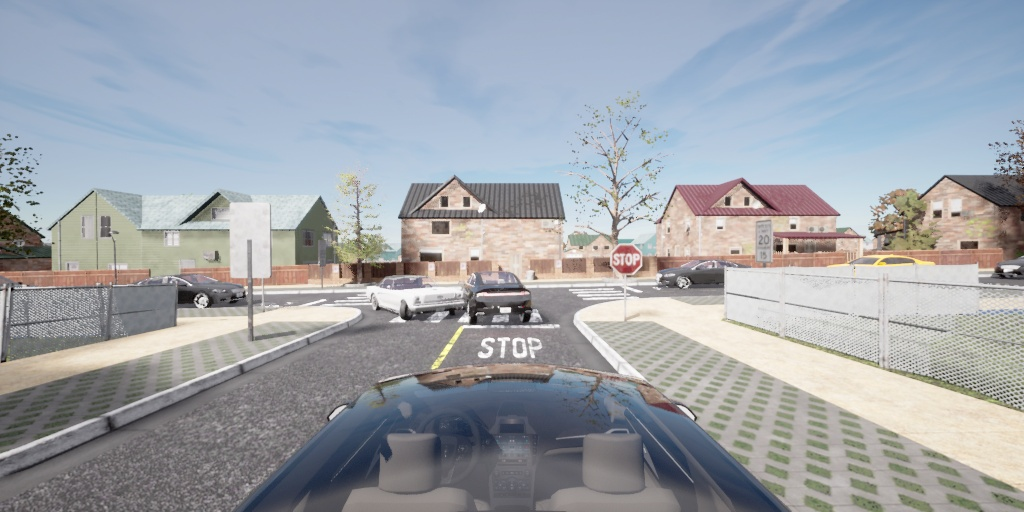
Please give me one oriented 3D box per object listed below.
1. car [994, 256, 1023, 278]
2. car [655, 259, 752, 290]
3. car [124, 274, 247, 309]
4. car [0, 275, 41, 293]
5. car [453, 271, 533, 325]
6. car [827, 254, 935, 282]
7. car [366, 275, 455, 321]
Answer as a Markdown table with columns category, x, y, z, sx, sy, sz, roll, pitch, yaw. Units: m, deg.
| category | x | y | z | sx | sy | sz | roll | pitch | yaw |
| --- | --- | --- | --- | --- | --- | --- | --- | --- | --- |
| car | 29.394 | 0.484 | 19.466 | 4.902 | 1.511 | 2.128 | -1 | 1 | 0 |
| car | 10.339 | 0.932 | 19.402 | 4.902 | 1.511 | 2.128 | -1 | 1 | 0 |
| car | -14.895 | 1.572 | 16.361 | 4.902 | 1.511 | 2.128 | -1 | 1 | 0 |
| car | -24.232 | 1.653 | 16.325 | 4.553 | 1.767 | 2.097 | -1 | 1 | 0 |
| car | -0.680 | 1.246 | 11.999 | 2.128 | 1.511 | 4.902 | 0 | 0 | -12 |
| car | 19.770 | 0.696 | 19.434 | 5.008 | 1.535 | 1.882 | -1 | 1 | -1 |
| car | -3.597 | 1.372 | 12.860 | 1.895 | 1.301 | 4.718 | 0 | 0 | -38 |
